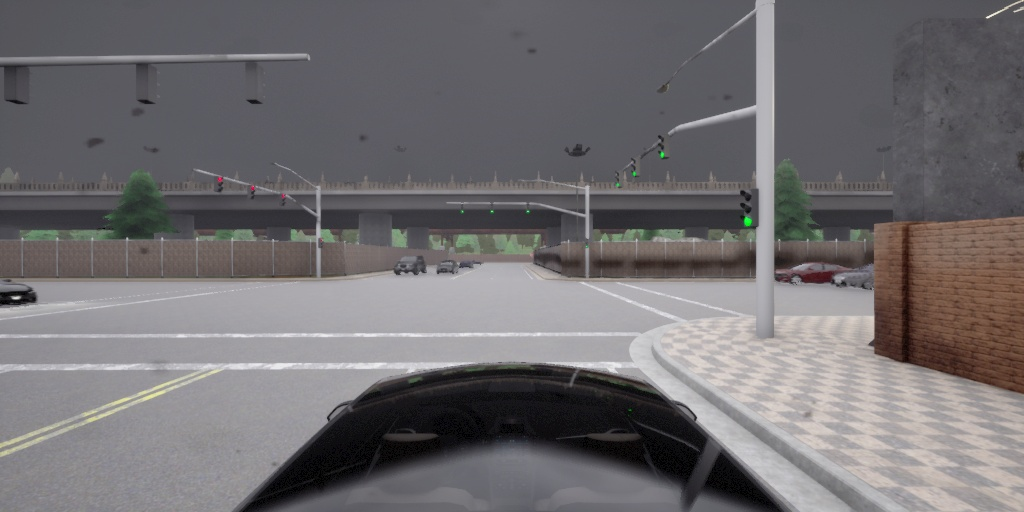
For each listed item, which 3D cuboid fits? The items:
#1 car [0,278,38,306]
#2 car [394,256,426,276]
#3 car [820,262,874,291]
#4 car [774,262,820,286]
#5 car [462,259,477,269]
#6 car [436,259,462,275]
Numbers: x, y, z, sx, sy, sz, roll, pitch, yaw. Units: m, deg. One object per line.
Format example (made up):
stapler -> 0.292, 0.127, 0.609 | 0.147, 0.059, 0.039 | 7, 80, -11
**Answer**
car -> -21.002, 1.267, 13.440 | 4.892, 1.490, 1.837 | 1, 0, 0
car -> -10.607, 0.970, 37.773 | 2.150, 2.045, 5.566 | 0, 0, 0
car -> 21.058, 1.185, 20.445 | 4.902, 1.511, 2.128 | 0, 0, 0
car -> 19.894, 1.172, 23.948 | 5.008, 1.535, 1.882 | 0, 0, 0
car -> -7.082, 1.297, 55.450 | 2.033, 1.411, 5.357 | 0, 0, 0
car -> -7.093, 1.251, 39.739 | 1.837, 1.490, 4.892 | 0, 1, 0
